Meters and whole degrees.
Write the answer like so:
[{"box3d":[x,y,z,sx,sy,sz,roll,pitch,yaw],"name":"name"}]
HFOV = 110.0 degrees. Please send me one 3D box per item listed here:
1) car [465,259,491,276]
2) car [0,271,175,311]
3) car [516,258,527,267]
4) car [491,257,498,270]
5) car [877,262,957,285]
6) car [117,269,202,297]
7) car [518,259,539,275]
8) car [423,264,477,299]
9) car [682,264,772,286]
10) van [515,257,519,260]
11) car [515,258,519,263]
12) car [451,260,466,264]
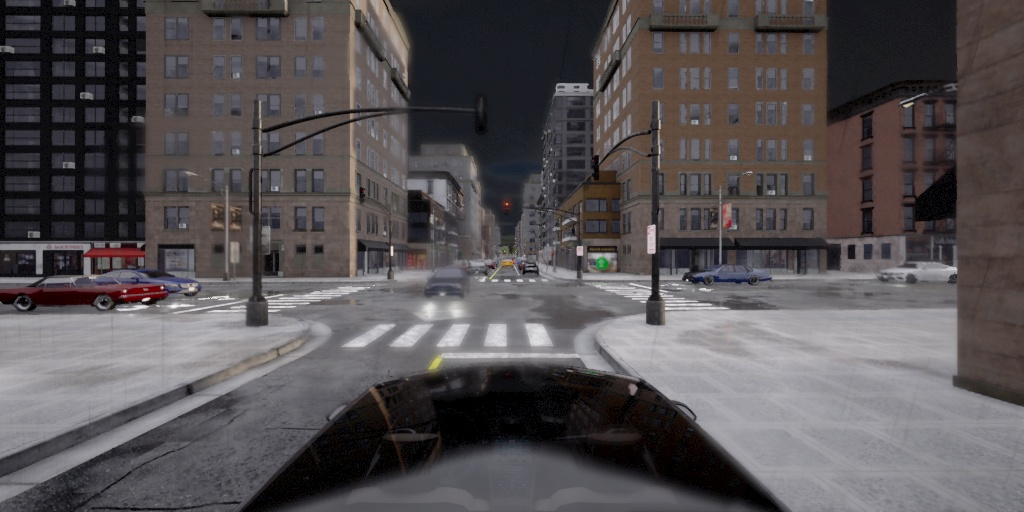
[{"box3d":[-3.454,1.312,37.398,1.812,1.442,4.674,0,0,0],"name":"car"},{"box3d":[-16.570,1.401,14.051,4.718,1.301,1.895,0,0,-1],"name":"car"},{"box3d":[1.928,1.391,50.782,1.802,1.307,4.207,0,0,0],"name":"car"},{"box3d":[-3.574,1.292,53.633,1.882,1.535,5.008,0,0,0],"name":"car"},{"box3d":[27.904,1.164,24.559,4.674,1.442,1.812,0,0,-1],"name":"car"},{"box3d":[-17.743,1.337,17.279,4.674,1.442,1.812,0,0,1],"name":"car"},{"box3d":[2.010,1.355,39.760,1.948,1.339,4.313,0,0,0],"name":"car"},{"box3d":[-3.126,1.304,18.414,2.033,1.411,5.357,0,0,-2],"name":"car"},{"box3d":[14.559,1.242,24.395,5.357,1.411,2.033,0,0,-1],"name":"car"},{"box3d":[1.846,1.173,61.803,1.690,1.789,3.998,0,0,0],"name":"van"},{"box3d":[1.887,1.386,56.293,1.948,1.339,4.313,0,0,0],"name":"car"},{"box3d":[-6.015,1.230,39.701,1.967,1.591,4.097,0,0,0],"name":"car"}]
